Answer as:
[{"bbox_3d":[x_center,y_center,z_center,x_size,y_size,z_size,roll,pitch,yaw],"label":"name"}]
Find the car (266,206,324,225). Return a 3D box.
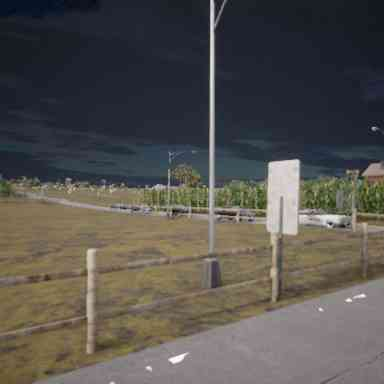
[{"bbox_3d":[9.439,2.116,30.771,1.882,1.535,5.008,3,-3,-35],"label":"car"}]

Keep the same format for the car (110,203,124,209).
[{"bbox_3d":[-14.270,2.710,64.123,1.994,1.385,4.181,3,-1,-35],"label":"car"}]

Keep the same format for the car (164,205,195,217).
[{"bbox_3d":[-1.561,2.296,41.166,1.882,1.535,5.008,3,-3,-35],"label":"car"}]

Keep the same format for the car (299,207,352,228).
[{"bbox_3d":[9.634,2.020,25.471,1.895,1.301,4.718,3,-3,-37],"label":"car"}]

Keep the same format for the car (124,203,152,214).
[{"bbox_3d":[-7.734,2.473,49.914,2.128,1.511,4.902,3,-2,-35],"label":"car"}]

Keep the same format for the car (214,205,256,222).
[{"bbox_3d":[4.187,2.122,33.071,1.837,1.490,4.892,3,-3,-35],"label":"car"}]
